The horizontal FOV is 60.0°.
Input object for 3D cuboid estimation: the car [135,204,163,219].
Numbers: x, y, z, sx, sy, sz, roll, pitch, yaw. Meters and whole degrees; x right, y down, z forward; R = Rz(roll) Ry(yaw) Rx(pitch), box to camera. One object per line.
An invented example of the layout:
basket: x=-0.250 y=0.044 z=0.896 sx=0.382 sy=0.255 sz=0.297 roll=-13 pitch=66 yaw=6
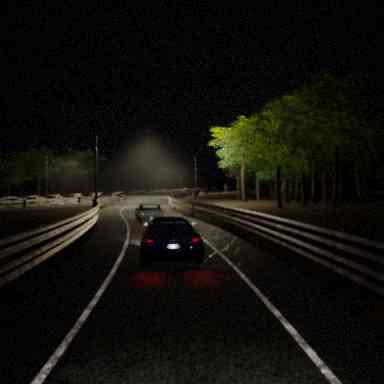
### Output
car: x=-3.350 y=1.538 z=25.743 sx=1.895 sy=1.301 sz=4.718 roll=0 pitch=0 yaw=-14

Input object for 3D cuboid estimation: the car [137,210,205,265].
car: x=-0.762 y=1.540 z=11.635 sx=1.994 sy=1.385 sz=4.181 roll=0 pitch=0 yaw=-6
